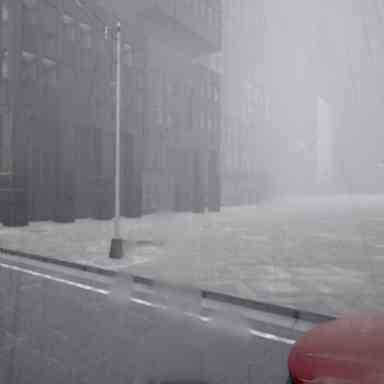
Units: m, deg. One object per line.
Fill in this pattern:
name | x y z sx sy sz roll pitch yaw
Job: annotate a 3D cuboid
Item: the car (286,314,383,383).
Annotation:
car | 3.044 1.482 1.816 5.008 1.535 1.882 0 0 36
